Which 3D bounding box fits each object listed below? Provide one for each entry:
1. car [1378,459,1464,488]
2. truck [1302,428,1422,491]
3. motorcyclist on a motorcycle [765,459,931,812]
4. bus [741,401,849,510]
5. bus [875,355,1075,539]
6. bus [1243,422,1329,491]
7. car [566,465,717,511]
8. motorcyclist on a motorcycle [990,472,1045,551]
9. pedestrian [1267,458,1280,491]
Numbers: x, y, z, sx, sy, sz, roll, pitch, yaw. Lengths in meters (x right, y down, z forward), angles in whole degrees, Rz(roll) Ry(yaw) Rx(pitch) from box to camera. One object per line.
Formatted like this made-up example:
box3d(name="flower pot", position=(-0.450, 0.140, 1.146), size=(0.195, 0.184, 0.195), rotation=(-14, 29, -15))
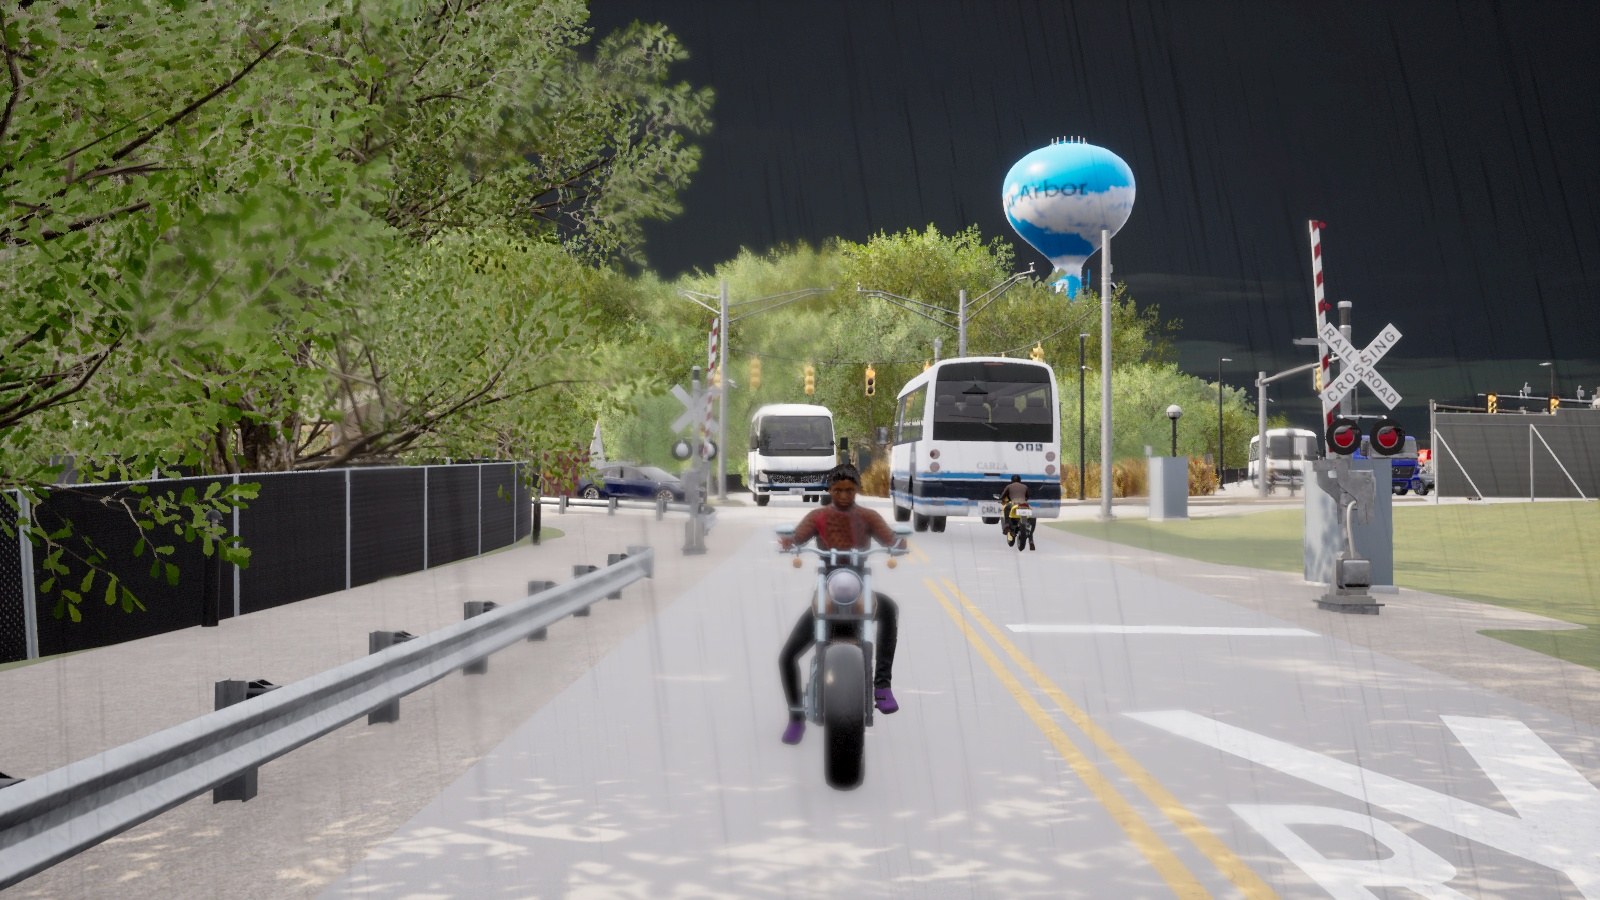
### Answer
box3d(name="car", position=(36.106, 1.367, 73.140), size=(2.152, 1.651, 5.027), rotation=(0, -1, -5))
box3d(name="truck", position=(32.456, 0.593, 72.943), size=(2.891, 3.462, 7.936), rotation=(0, -1, -5))
box3d(name="motorcyclist on a motorcycle", position=(0.256, 0.884, 7.056), size=(0.766, 1.649, 2.350), rotation=(0, -1, 2))
box3d(name="bus", position=(-0.418, 0.233, 54.424), size=(3.944, 4.253, 10.273), rotation=(0, 0, -4))
box3d(name="bus", position=(4.388, -0.010, 34.388), size=(3.944, 4.253, 10.273), rotation=(1, -1, 0))
box3d(name="bus", position=(33.068, 0.569, 85.929), size=(3.944, 4.253, 10.273), rotation=(0, -3, 12))
box3d(name="car", position=(-5.462, 1.300, 43.211), size=(4.792, 1.488, 2.163), rotation=(0, -1, 28))
box3d(name="motorcyclist on a motorcycle", position=(4.383, 1.217, 25.429), size=(0.797, 1.523, 2.044), rotation=(0, -1, 1))
box3d(name="pedestrian", position=(26.626, 1.373, 70.653), size=(0.345, 1.836, 0.594), rotation=(1, -3, -27))
